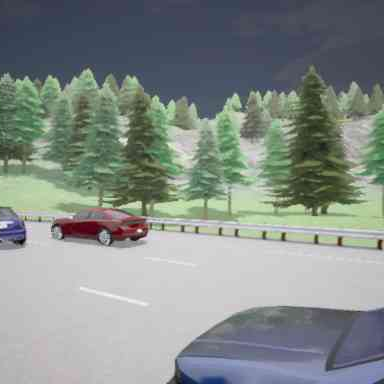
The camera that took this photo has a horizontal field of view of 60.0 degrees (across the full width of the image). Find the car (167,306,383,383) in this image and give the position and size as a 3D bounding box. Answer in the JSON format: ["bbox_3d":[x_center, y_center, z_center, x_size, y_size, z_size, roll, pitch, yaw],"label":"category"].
[{"bbox_3d":[2.362,1.541,2.250,5.357,1.411,2.033,0,0,36],"label":"car"}]

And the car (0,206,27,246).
[{"bbox_3d":[-9.013,1.325,13.843,4.553,1.767,2.097,0,0,31],"label":"car"}]

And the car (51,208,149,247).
[{"bbox_3d":[-4.257,1.446,15.036,5.008,1.535,1.882,0,0,32],"label":"car"}]
